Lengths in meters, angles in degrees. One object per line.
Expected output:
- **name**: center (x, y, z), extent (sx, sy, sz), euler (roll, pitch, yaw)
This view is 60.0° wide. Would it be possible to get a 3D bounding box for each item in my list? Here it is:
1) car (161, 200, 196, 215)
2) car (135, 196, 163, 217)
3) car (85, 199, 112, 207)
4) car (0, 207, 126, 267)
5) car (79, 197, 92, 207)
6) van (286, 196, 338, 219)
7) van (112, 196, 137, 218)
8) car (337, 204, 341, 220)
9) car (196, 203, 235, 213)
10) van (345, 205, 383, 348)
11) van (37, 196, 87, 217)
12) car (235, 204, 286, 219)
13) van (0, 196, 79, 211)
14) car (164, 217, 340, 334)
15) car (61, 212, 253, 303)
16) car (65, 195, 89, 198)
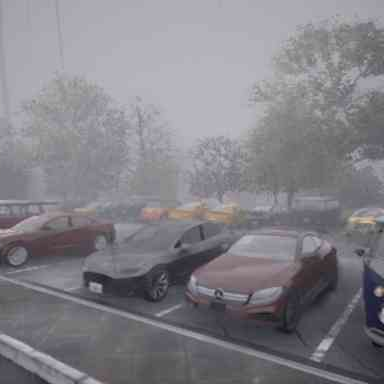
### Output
- **car**: center (0.360, 1.519, 24.062), extent (2.097, 1.535, 5.008), euler (0, 0, 36)
- **car**: center (-1.809, 1.407, 25.578), extent (2.185, 1.767, 4.553), euler (0, 0, 36)
- **car**: center (-6.303, 1.562, 28.818), extent (2.231, 1.521, 4.892), euler (0, 0, 36)
- **car**: center (-5.030, 1.505, 11.852), extent (2.097, 1.535, 5.008), euler (0, 0, 36)
- **car**: center (-8.659, 1.574, 30.281), extent (1.946, 1.575, 5.366), euler (0, 0, 36)
- **van**: center (7.295, 1.251, 19.260), extent (1.878, 1.987, 4.442), euler (0, 0, 36)
- **van**: center (-3.977, 1.321, 27.309), extent (1.878, 1.987, 4.442), euler (0, 0, 36)
- **car**: center (9.376, 1.460, 17.403), extent (1.946, 1.575, 5.366), euler (0, 0, 35)
- **car**: center (2.716, 1.505, 22.379), extent (2.097, 1.535, 5.008), euler (0, 0, 36)
- **van**: center (3.935, 1.224, 5.300), extent (1.878, 1.987, 4.442), euler (0, 0, 36)
- **van**: center (-13.091, 1.402, 33.817), extent (1.878, 1.987, 4.442), euler (-1, 0, 36)
- **car**: center (4.970, 1.492, 20.769), extent (2.231, 1.521, 4.892), euler (0, 0, 36)
- **van**: center (-7.226, 1.294, 13.556), extent (1.878, 1.987, 4.442), euler (0, 0, 36)
- **car**: center (1.746, 1.504, 7.010), extent (2.002, 1.452, 4.674), euler (0, 0, 36)
- **car**: center (-0.533, 1.507, 8.597), extent (2.163, 1.488, 4.792), euler (0, 0, 35)
- **car**: center (-10.790, 1.345, 32.064), extent (2.435, 2.045, 5.566), euler (-1, 0, 36)
